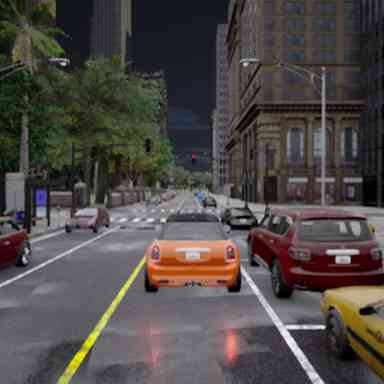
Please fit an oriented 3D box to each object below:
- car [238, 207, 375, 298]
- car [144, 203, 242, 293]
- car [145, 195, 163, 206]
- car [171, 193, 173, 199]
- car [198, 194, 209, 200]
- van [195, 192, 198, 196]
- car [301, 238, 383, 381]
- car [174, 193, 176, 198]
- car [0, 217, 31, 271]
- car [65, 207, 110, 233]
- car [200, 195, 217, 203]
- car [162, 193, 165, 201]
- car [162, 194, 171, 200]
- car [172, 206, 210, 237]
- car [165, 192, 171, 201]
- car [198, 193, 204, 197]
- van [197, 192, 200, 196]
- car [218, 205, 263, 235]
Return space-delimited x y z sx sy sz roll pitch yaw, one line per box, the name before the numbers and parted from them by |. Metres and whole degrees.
car | 2.709 1.297 8.386 2.192 1.841 5.009 0 0 0
car | 0.017 1.332 9.003 2.097 1.767 4.553 0 0 0
car | -6.106 1.423 51.055 2.008 1.369 4.403 0 0 0
car | -6.291 1.102 78.155 2.192 1.841 5.009 0 0 0
car | 2.420 1.438 51.093 1.947 1.339 4.313 0 0 0
van | 2.198 1.109 83.614 1.690 1.788 3.998 0 0 0
car | 2.746 1.518 3.131 1.752 1.417 4.829 0 0 0
car | -6.401 1.044 94.415 2.192 1.841 5.009 0 0 0
car | -5.816 1.422 8.344 1.967 1.590 4.097 0 0 0
car | -5.889 1.538 19.197 1.802 1.307 4.206 0 0 0
car | 2.457 1.453 45.673 1.947 1.339 4.313 0 0 0
car | -6.143 1.297 56.474 1.967 1.590 4.097 0 0 0
car | -6.325 1.294 83.406 1.752 1.417 4.829 0 0 0
car | -0.061 1.558 18.822 1.895 1.301 4.718 0 0 0
car | -6.253 1.246 72.735 1.967 1.590 4.097 0 0 0
car | 2.382 1.381 56.683 1.752 1.417 4.829 0 0 0
van | 2.345 1.181 61.933 1.690 1.788 3.998 0 0 0
car | 2.636 1.522 19.237 1.947 1.339 4.313 0 0 0
